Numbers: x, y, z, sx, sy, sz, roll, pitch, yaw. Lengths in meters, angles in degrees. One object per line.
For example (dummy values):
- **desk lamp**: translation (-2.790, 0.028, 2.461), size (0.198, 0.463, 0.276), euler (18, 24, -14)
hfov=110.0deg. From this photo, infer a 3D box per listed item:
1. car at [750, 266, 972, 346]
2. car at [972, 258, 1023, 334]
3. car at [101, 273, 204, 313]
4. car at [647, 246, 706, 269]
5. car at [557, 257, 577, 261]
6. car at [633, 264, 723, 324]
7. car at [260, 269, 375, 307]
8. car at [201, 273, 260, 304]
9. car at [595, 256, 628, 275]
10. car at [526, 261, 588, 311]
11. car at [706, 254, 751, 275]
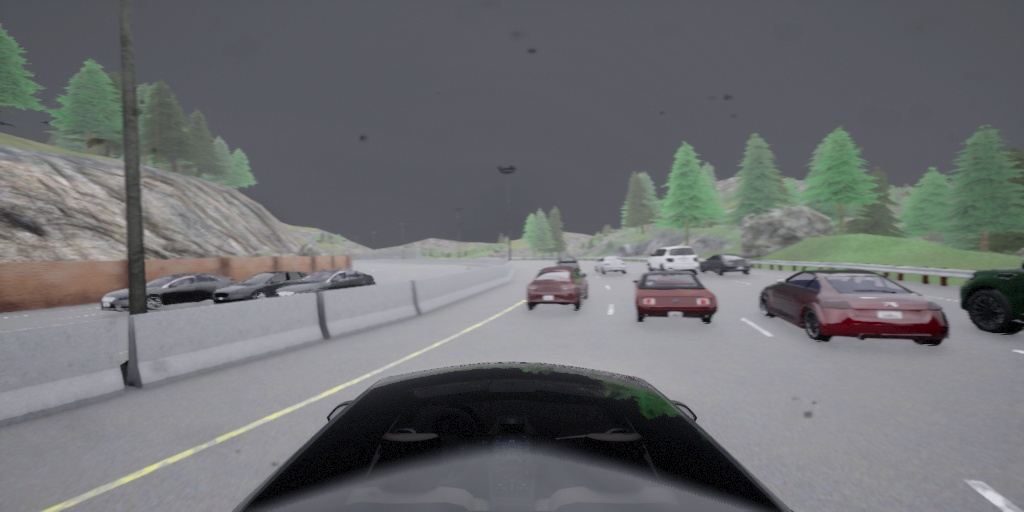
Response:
- **car**: translation (7.461, 0.994, 8.373), size (1.994, 1.385, 4.181), euler (-2, 1, 19)
- **car**: translation (10.194, 0.582, 5.401), size (2.150, 2.045, 5.566), euler (-2, 1, 20)
- **car**: translation (-15.630, 1.652, 16.786), size (2.128, 1.511, 4.902), euler (-2, 1, 17)
- **car**: translation (11.294, 0.365, 25.516), size (2.150, 2.045, 5.566), euler (-2, 1, 7)
- **car**: translation (4.742, 0.812, 31.234), size (2.128, 1.511, 4.902), euler (-2, 1, 4)
- **car**: translation (4.682, 1.105, 10.888), size (1.895, 1.301, 4.718), euler (-2, 1, 18)
- **car**: translation (-8.425, 1.402, 16.626), size (2.128, 1.511, 4.902), euler (-2, 1, 16)
- **car**: translation (-11.749, 1.523, 17.599), size (1.837, 1.490, 4.892), euler (-1, 1, 15)
- **car**: translation (8.148, 0.740, 29.876), size (1.812, 1.442, 4.674), euler (-2, 1, 4)
- **car**: translation (1.786, 1.108, 13.478), size (1.812, 1.442, 4.674), euler (-2, 1, 17)
- **car**: translation (14.699, 0.555, 24.928), size (1.812, 1.442, 4.674), euler (-2, 1, 7)
